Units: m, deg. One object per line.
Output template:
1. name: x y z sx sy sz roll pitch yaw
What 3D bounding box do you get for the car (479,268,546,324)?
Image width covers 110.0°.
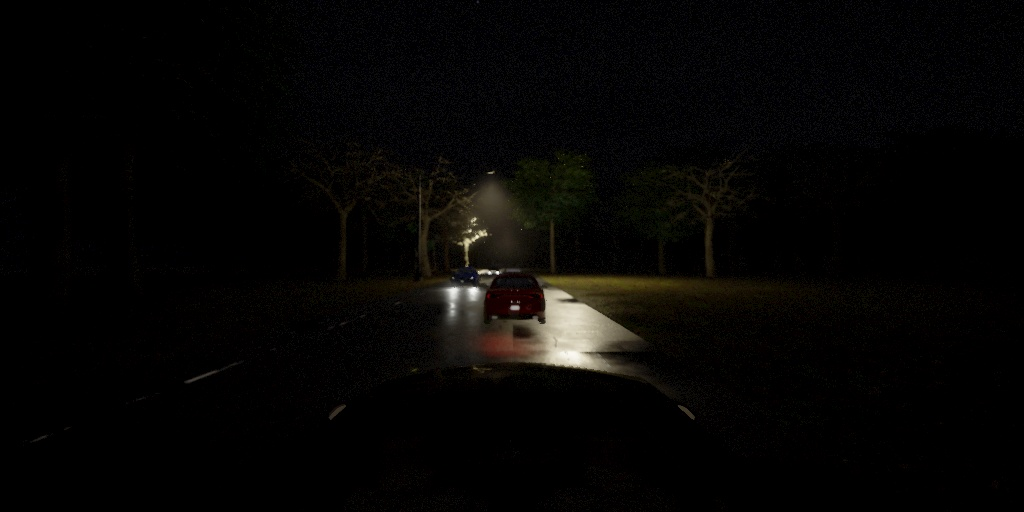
1. car: 0.094 1.348 12.619 1.882 1.535 5.008 0 -1 0

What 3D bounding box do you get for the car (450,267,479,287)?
1. car: -3.603 1.604 28.333 1.812 1.442 4.674 0 -1 0
